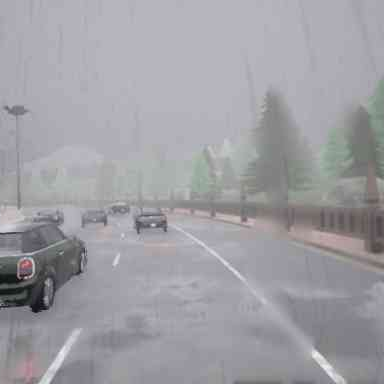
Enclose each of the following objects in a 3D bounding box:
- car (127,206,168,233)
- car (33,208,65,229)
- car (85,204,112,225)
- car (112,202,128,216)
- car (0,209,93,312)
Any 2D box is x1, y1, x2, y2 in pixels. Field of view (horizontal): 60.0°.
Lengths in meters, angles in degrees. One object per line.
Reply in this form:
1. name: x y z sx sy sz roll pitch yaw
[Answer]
1. car: -2.730 1.658 21.007 2.128 1.511 4.902 -2 0 -13
2. car: -11.646 2.099 27.386 1.895 1.301 4.718 -2 0 -17
3. car: -7.772 1.851 26.470 2.128 1.511 4.902 -2 0 -16
4. car: -8.688 1.912 39.360 1.882 1.535 5.008 -2 0 -23
5. car: -4.058 1.521 8.148 2.097 1.767 4.553 -2 0 -6
